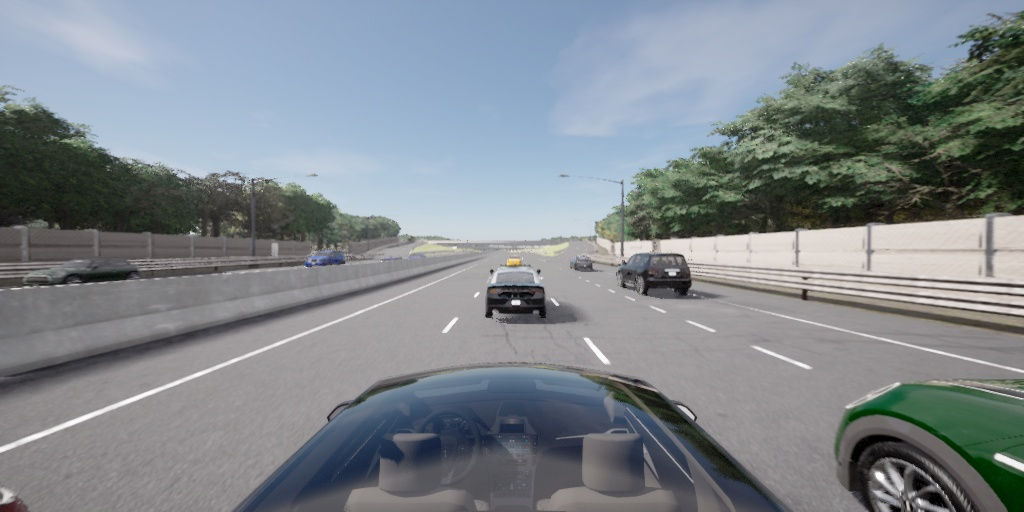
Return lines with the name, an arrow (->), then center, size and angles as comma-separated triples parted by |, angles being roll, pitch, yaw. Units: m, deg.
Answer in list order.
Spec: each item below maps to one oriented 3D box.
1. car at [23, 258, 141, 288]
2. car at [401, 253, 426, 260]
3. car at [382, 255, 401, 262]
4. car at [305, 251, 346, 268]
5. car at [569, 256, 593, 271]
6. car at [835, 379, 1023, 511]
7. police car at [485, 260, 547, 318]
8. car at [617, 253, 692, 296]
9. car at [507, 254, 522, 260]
car -> -24.545, 0.939, 20.709 | 2.097, 1.767, 4.553 | 0, 1, 0
car -> -13.740, 0.317, 51.457 | 2.097, 1.767, 4.553 | 0, 1, 1
car -> -17.222, 0.549, 52.286 | 1.895, 1.301, 4.718 | 0, 1, 1
car -> -20.905, 0.422, 40.551 | 2.150, 2.045, 5.566 | 0, 1, 1
car -> 7.259, 0.742, 37.927 | 2.128, 1.511, 4.902 | 0, 1, 0
car -> 3.602, 1.103, 0.921 | 2.097, 1.767, 4.553 | 0, 0, 0
police car -> 0.122, 1.109, 12.885 | 1.930, 1.638, 5.238 | 0, 1, 0
car -> 7.154, 0.839, 18.587 | 2.150, 2.045, 5.566 | 0, 1, 1
car -> 0.316, 0.566, 44.590 | 1.801, 1.575, 5.366 | 0, 1, 1
